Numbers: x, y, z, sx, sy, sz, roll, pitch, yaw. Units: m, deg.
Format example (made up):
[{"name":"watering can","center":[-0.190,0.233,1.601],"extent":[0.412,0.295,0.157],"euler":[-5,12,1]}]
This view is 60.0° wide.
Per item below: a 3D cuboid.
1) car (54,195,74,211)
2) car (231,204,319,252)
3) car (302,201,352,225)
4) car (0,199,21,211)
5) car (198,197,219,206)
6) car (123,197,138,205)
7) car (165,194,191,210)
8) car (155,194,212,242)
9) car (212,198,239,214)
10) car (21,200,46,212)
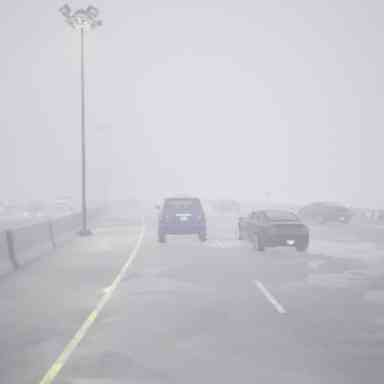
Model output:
[{"name":"car","center":[-16.899,1.426,44.074],"extent":[2.150,2.045,5.566],"euler":[-1,0,-16]},{"name":"car","center":[3.169,1.473,13.873],"extent":[1.837,1.490,4.892],"euler":[1,0,-6]},{"name":"car","center":[9.124,1.407,23.333],"extent":[1.837,1.490,4.892],"euler":[0,0,-8]},{"name":"car","center":[-25.236,1.781,47.228],"extent":[1.882,1.535,5.008],"euler":[-1,0,-18]},{"name":"car","center":[2.613,1.586,54.031],"extent":[1.895,1.301,4.718],"euler":[-1,0,-19]},{"name":"car","center":[-11.371,1.696,61.494],"extent":[2.033,1.411,5.357],"euler":[-1,0,-23]},{"name":"car","center":[-2.011,1.257,44.716],"extent":[2.150,2.045,5.566],"euler":[0,0,-17]},{"name":"car","center":[-0.626,1.232,16.699],"extent":[2.150,2.045,5.566],"euler":[0,0,-6]},{"name":"car","center":[3.602,1.460,35.413],"extent":[2.128,1.511,4.902],"euler":[0,0,-13]},{"name":"car","center":[-20.271,1.723,43.182],"extent":[1.882,1.535,5.008],"euler":[0,0,-16]}]
